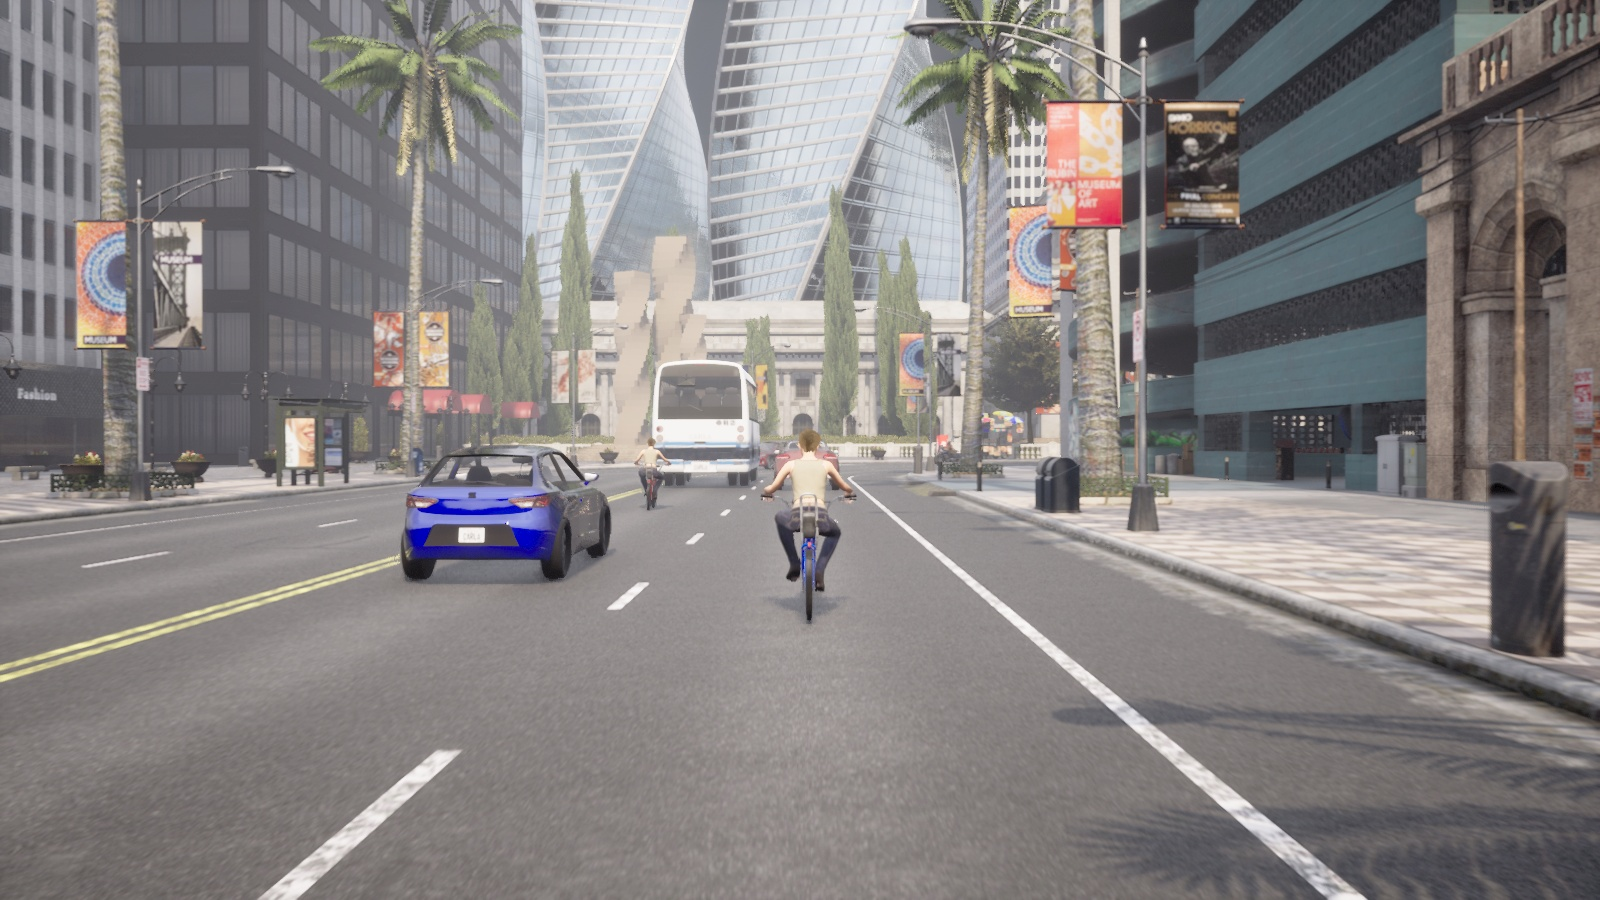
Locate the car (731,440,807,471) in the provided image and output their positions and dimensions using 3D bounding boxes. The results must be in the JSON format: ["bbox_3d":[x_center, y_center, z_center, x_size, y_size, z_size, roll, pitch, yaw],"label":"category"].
[{"bbox_3d":[-1.688,0.281,70.666,2.033,1.649,4.856,0,0,30],"label":"car"}]

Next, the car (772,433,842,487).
[{"bbox_3d":[0.227,0.294,41.483,2.152,1.651,5.027,0,0,0],"label":"car"}]

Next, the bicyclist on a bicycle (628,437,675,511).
[{"bbox_3d":[-3.335,0.523,28.285,0.866,1.612,1.509,0,0,0],"label":"bicyclist on a bicycle"}]

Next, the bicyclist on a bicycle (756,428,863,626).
[{"bbox_3d":[0.077,0.622,10.949,0.866,1.612,1.509,0,0,0],"label":"bicyclist on a bicycle"}]

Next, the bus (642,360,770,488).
[{"bbox_3d":[-3.244,-0.893,46.741,3.944,4.253,10.273,0,0,0],"label":"bus"}]

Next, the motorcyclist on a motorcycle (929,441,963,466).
[{"bbox_3d":[9.758,0.236,83.939,2.350,1.649,0.766,0,1,-36],"label":"motorcyclist on a motorcycle"}]

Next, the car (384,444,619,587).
[{"bbox_3d":[-3.407,0.673,15.149,1.816,1.474,4.193,0,0,0],"label":"car"}]
